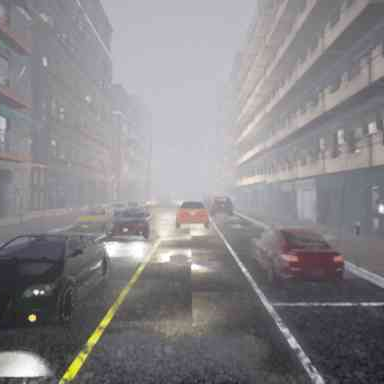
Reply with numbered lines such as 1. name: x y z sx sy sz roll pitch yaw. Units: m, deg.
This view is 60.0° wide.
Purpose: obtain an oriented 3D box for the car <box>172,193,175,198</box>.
1. car: -5.659 1.518 75.503 2.008 1.369 4.403 1 0 0

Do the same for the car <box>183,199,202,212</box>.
1. car: 0.093 1.526 39.094 2.033 1.411 5.357 0 0 0

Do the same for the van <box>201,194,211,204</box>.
1. van: 2.720 1.310 64.440 1.690 1.788 3.998 1 0 0

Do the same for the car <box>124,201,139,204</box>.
1. car: -5.674 1.535 25.793 2.008 1.369 4.403 1 0 0

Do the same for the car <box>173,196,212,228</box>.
1. car: 0.042 1.338 22.235 2.097 1.767 4.553 0 0 0

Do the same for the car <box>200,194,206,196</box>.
1. car: 2.718 1.411 58.917 1.967 1.590 4.097 1 0 0

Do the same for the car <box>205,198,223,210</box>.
1. car: 2.712 1.543 42.346 1.947 1.339 4.313 1 0 0

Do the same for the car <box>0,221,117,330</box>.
1. car: -3.090 1.559 6.921 1.994 1.385 4.181 0 0 0

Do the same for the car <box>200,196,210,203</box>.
1. car: 2.720 1.513 69.964 1.887 1.381 4.507 1 0 0

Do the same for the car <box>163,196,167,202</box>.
1. car: -5.666 1.523 53.409 2.008 1.369 4.403 1 0 0

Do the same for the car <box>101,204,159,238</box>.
1. car: -3.051 1.553 17.286 1.994 1.385 4.181 0 0 0

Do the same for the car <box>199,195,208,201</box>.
1. car: 2.723 1.533 81.011 1.947 1.339 4.313 0 0 0

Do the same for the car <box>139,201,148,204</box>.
1. car: -5.673 1.526 31.316 1.887 1.381 4.507 1 0 0

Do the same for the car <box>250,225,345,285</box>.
1. car: 2.702 1.576 9.206 1.802 1.307 4.206 1 0 0

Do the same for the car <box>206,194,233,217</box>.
1. car: 2.711 1.297 31.300 2.192 1.841 5.009 1 0 0

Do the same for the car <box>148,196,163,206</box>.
1. car: -5.667 1.500 47.715 1.752 1.417 4.829 1 0 0

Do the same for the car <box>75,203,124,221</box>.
1. car: -5.676 1.513 20.099 1.752 1.417 4.829 1 0 0

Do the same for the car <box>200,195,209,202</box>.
1. car: 2.721 1.512 75.488 1.887 1.381 4.507 0 0 0

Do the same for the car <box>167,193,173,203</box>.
1. car: -5.661 1.519 69.980 2.008 1.369 4.403 1 0 0
